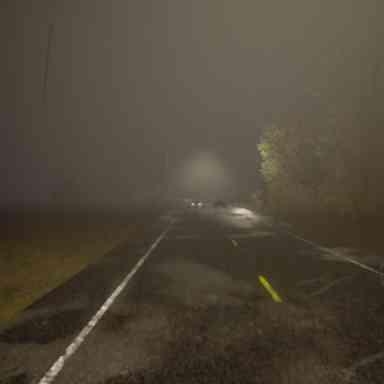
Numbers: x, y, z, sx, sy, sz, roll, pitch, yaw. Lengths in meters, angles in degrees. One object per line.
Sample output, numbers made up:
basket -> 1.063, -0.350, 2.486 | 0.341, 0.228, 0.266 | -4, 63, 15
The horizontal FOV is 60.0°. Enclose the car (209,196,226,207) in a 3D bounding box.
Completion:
car -> 4.284, 1.699, 53.177 | 1.994, 1.385, 4.181 | 1, 0, 1

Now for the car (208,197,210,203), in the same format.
car -> 4.429, 1.695, 71.589 | 1.812, 1.442, 4.674 | 1, 0, 1

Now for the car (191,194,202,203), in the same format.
car -> 0.925, 1.637, 71.274 | 1.837, 1.490, 4.892 | 1, 0, 1

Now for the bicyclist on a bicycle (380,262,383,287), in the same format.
bicyclist on a bicycle -> 4.536, 1.426, 7.139 | 0.659, 1.776, 1.843 | 1, 0, 1
